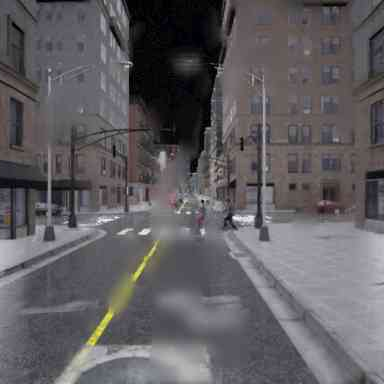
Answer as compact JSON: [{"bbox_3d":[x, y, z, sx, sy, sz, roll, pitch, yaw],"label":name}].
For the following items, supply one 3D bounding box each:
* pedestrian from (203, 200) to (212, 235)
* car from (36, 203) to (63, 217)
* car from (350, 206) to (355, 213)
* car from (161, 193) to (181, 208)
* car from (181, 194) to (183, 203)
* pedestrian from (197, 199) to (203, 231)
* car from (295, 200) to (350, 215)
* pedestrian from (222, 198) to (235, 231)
[{"bbox_3d":[0.886,1.291,17.159,0.375,1.860,0.375,0,0,0],"label":"pedestrian"},{"bbox_3d":[-14.628,1.702,31.820,4.403,1.369,2.008,-1,0,0],"label":"car"},{"bbox_3d":[17.457,1.362,31.594,4.829,1.417,1.752,-1,0,0],"label":"car"},{"bbox_3d":[-3.099,1.196,46.845,2.150,2.045,5.566,0,0,0],"label":"car"},{"bbox_3d":[-3.015,1.153,67.504,2.150,2.045,5.566,0,0,0],"label":"car"},{"bbox_3d":[0.584,1.290,18.360,0.375,1.860,0.375,0,0,0],"label":"pedestrian"},{"bbox_3d":[12.135,1.432,31.632,4.507,1.381,1.887,-1,0,0],"label":"car"},{"bbox_3d":[1.949,1.189,17.760,0.375,1.860,0.375,0,0,0],"label":"pedestrian"}]
